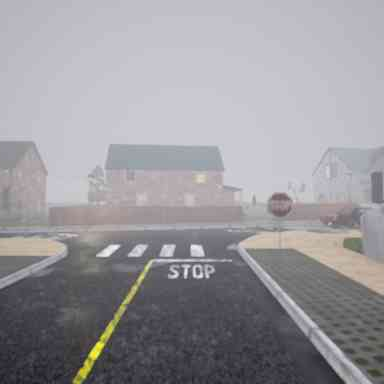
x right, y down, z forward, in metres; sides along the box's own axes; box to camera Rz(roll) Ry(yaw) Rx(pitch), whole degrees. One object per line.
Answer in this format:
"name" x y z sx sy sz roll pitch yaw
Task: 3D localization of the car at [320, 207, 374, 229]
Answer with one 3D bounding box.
"car" 10.443 1.589 20.320 4.718 1.301 1.895 -1 -3 -10
